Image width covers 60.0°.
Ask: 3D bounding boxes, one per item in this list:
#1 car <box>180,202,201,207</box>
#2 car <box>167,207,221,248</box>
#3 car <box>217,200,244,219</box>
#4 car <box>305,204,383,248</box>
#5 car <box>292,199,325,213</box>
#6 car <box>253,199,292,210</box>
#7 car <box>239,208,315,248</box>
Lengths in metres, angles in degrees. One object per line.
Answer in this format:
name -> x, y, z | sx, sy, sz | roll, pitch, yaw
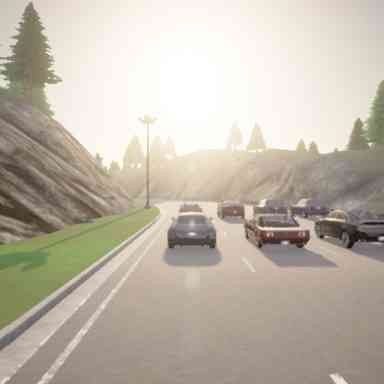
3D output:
car -> -0.120, 1.570, 29.266 | 1.994, 1.385, 4.181 | 0, 0, -3
car -> 0.000, 1.570, 14.650 | 1.994, 1.385, 4.181 | 0, 0, 0
car -> 3.377, 1.482, 29.419 | 1.882, 1.535, 5.008 | 0, 0, -3
car -> 7.000, 1.492, 14.650 | 2.128, 1.511, 4.902 | 0, 0, 0
car -> 10.372, 1.364, 29.695 | 2.097, 1.767, 4.553 | 0, 0, -3
car -> 6.875, 1.364, 29.542 | 2.097, 1.767, 4.553 | 0, 0, -3
car -> 3.500, 1.613, 14.680 | 1.895, 1.301, 4.718 | 0, 0, 0
